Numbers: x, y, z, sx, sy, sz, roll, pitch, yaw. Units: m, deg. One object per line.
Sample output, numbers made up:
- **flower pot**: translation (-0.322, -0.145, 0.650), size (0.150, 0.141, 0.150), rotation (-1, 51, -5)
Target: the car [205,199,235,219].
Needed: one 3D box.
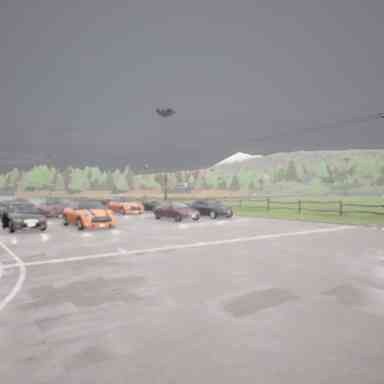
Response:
- **car**: translation (1.476, 1.385, 27.707), size (1.837, 1.490, 4.892), rotation (0, 0, -36)

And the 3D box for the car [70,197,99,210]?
- **car**: translation (-13.987, 1.398, 43.107), size (2.128, 1.511, 4.902), rotation (0, 0, -36)

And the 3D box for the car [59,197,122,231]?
- **car**: translation (-6.408, 1.306, 20.687), size (2.097, 1.767, 4.553), rotation (0, 0, -36)

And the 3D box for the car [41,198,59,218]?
- **car**: translation (-11.503, 1.307, 27.721), size (2.097, 1.767, 4.553), rotation (0, 0, -36)

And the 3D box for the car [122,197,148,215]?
- **car**: translation (-6.499, 1.258, 32.748), size (2.097, 1.767, 4.553), rotation (0, 0, -36)

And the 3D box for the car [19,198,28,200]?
- **car**: translation (-20.859, 1.461, 40.662), size (1.837, 1.490, 4.892), rotation (-1, 0, -36)

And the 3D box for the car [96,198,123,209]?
- **car**: translation (-11.261, 1.483, 45.304), size (1.895, 1.301, 4.718), rotation (0, 0, -36)

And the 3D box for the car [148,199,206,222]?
- **car**: translation (-1.246, 1.431, 25.497), size (1.812, 1.442, 4.674), rotation (0, 0, -36)

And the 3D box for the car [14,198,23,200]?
- **car**: translation (-15.412, 1.484, 27.152), size (1.837, 1.490, 4.892), rotation (0, 0, -36)

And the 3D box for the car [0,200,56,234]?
- **car**: translation (-9.888, 1.470, 19.526), size (2.128, 1.511, 4.902), rotation (0, 0, -36)

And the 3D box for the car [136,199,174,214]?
- **car**: translation (-3.954, 1.482, 35.204), size (1.895, 1.301, 4.718), rotation (0, 0, -36)
